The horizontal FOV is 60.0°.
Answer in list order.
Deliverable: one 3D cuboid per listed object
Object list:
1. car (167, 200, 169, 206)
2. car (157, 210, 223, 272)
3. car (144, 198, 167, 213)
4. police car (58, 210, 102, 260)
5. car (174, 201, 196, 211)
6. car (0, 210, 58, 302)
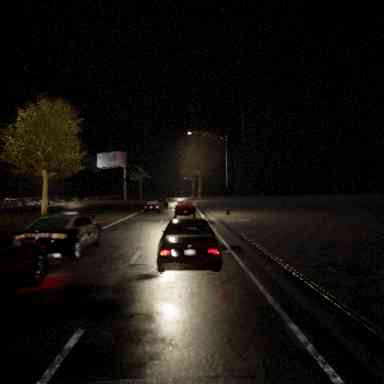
[{"bbox_3d":[-4.803,1.681,52.868,1.994,1.385,4.181,-1,0,-1],"label":"car"},{"bbox_3d":[-0.119,1.561,10.824,2.033,1.411,5.357,-1,0,-1],"label":"car"},{"bbox_3d":[-4.350,1.642,37.719,2.033,1.411,5.357,-1,0,-1],"label":"car"},{"bbox_3d":[-4.822,1.499,12.779,1.930,1.638,5.238,-1,0,-1],"label":"police car"},{"bbox_3d":[-0.629,1.519,30.606,1.882,1.535,5.008,-1,0,-1],"label":"car"},{"bbox_3d":[-4.665,1.416,6.641,2.097,1.767,4.553,-1,0,-1],"label":"car"}]
